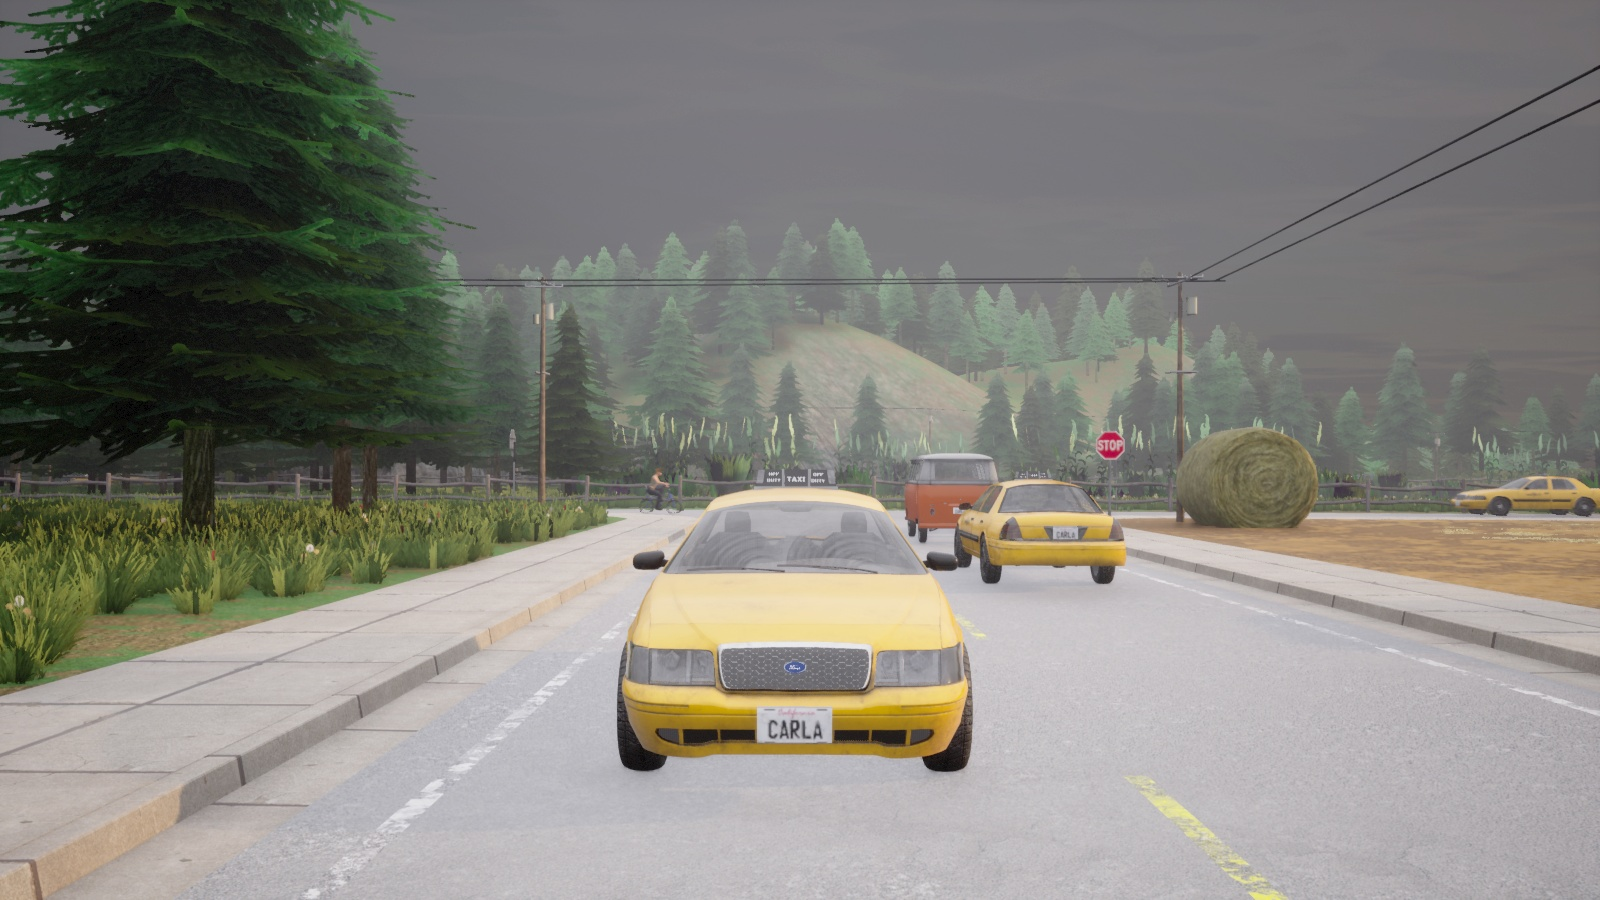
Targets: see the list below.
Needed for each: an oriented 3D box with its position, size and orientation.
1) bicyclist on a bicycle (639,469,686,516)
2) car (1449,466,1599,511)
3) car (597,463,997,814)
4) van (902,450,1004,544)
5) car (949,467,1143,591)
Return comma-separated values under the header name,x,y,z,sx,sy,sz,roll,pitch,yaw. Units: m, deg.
name,x,y,z,sx,sy,sz,roll,pitch,yaw
bicyclist on a bicycle,-4.743,1.464,43.329,1.509,1.612,0.866,0,-1,2
car,26.623,1.373,45.400,5.366,1.575,1.801,0,-1,3
car,-0.022,0.894,8.352,1.801,1.575,5.366,0,-1,0
van,3.424,1.038,28.899,1.775,1.987,4.442,0,-1,0
car,3.451,1.053,18.681,1.801,1.575,5.366,0,-1,0
